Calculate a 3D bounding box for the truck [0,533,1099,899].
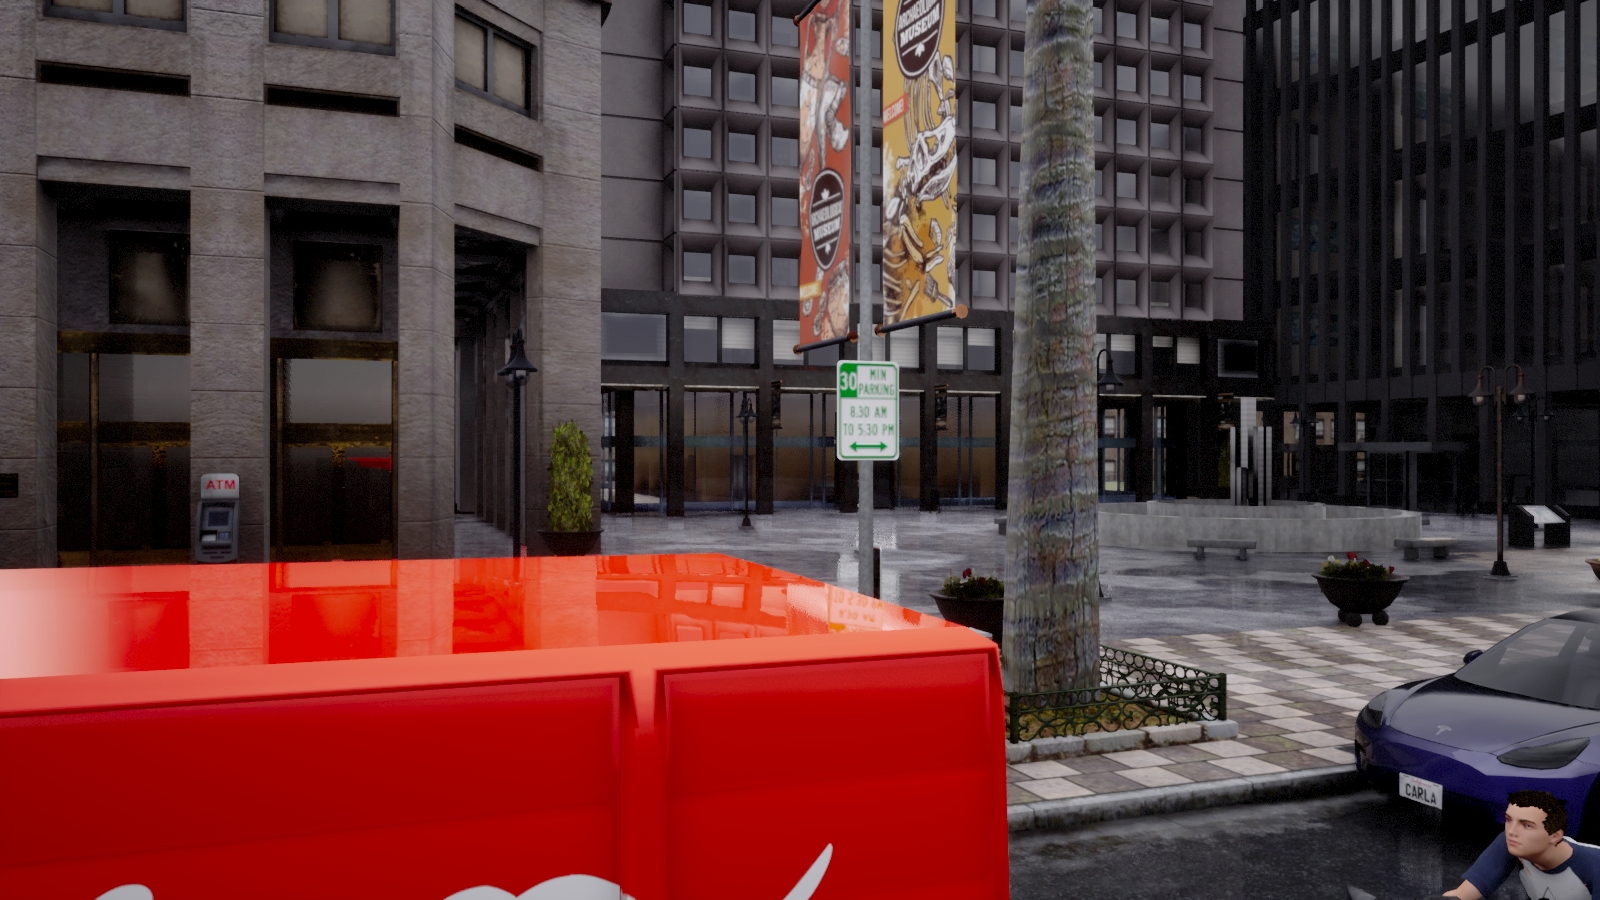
[{"bbox_3d":[-2.337,1.568,2.464,5.204,2.467,2.627,0,0,-20],"label":"truck"}]
